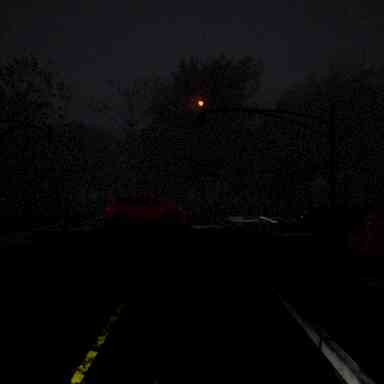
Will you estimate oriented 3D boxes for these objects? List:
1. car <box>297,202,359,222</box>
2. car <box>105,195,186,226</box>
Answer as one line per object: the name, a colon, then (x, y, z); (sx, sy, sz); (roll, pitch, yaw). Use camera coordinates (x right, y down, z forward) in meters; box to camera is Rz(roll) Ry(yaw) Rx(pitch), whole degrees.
car: (10.908, 1.648, 26.397); (4.718, 1.301, 1.895); (0, 0, -1)
car: (-3.157, 1.223, 22.904); (5.566, 2.045, 2.150); (0, 0, 0)
